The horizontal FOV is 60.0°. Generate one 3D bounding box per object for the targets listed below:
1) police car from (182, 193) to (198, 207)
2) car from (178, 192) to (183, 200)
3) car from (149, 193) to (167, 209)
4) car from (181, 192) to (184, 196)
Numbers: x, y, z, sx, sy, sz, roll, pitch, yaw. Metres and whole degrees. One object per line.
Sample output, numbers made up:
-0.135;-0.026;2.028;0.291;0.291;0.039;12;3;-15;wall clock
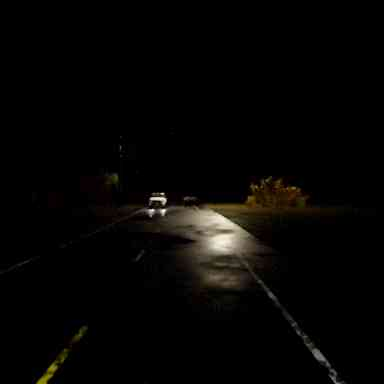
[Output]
-0.124;1.360;48.695;1.930;1.638;5.238;0;0;-2;police car
-2.495;1.246;83.326;2.033;1.411;5.357;0;0;-2;car
-4.630;1.168;45.387;2.150;2.045;5.566;0;0;-2;car
-0.736;1.375;64.574;1.882;1.535;5.008;0;0;-2;car
